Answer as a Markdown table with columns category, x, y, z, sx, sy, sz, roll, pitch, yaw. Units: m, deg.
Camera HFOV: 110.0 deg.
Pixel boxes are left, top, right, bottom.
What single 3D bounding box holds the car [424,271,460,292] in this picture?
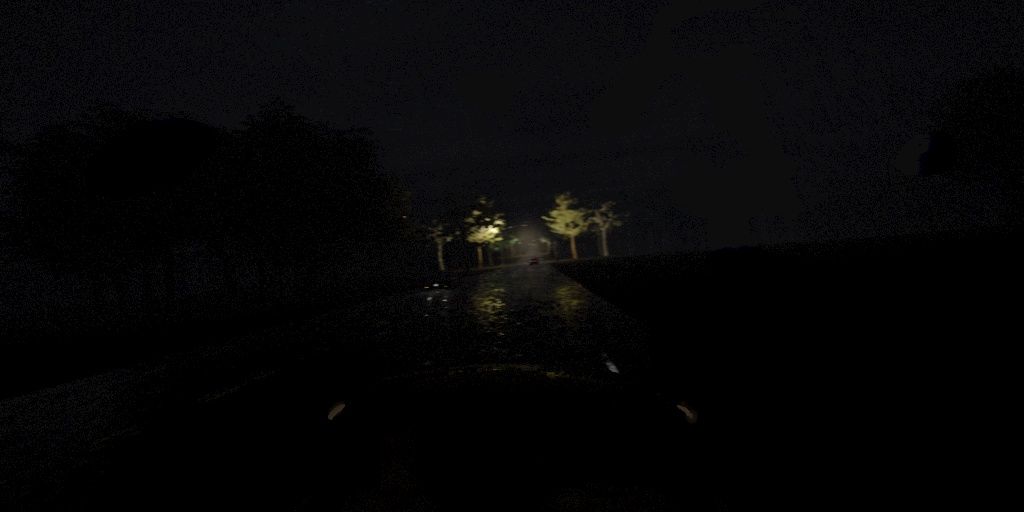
| category | x | y | z | sx | sy | sz | roll | pitch | yaw |
| --- | --- | --- | --- | --- | --- | --- | --- | --- | --- |
| car | -5.502 | 1.964 | 28.542 | 1.994 | 1.385 | 4.181 | -5 | 0 | 4 |
